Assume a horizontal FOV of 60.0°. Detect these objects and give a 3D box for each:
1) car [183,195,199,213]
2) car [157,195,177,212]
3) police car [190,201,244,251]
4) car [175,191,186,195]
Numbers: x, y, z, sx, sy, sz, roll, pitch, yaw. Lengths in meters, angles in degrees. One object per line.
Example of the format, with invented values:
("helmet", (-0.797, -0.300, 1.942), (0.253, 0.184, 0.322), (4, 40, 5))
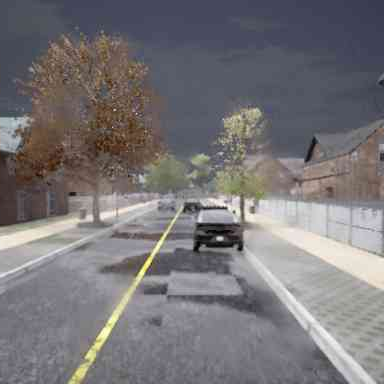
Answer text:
("car", (0.050, 1.371, 35.635), (1.882, 1.535, 5.008), (0, 0, 0))
("car", (-2.830, 1.414, 37.570), (1.812, 1.442, 4.674), (0, 0, 0))
("police car", (0.966, 1.381, 14.010), (1.930, 1.638, 5.238), (0, 0, 0))
("car", (-2.729, 0.640, 79.243), (2.150, 2.045, 5.566), (0, 0, 0))
